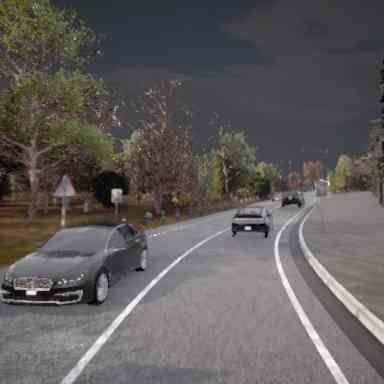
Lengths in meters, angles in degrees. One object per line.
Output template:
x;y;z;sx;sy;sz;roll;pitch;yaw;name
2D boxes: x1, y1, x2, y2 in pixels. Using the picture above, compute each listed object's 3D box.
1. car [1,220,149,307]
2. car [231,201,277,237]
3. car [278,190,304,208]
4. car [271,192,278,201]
-2.462;1.532;8.261;1.837;1.490;4.892;-1;0;9;car
3.366;1.503;18.052;2.128;1.511;4.902;-1;0;17;car
12.159;0.744;40.007;2.150;2.045;5.566;-2;1;23;car
13.564;0.809;51.671;2.128;1.511;4.902;-2;1;24;car
